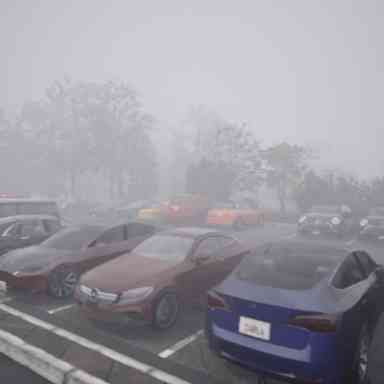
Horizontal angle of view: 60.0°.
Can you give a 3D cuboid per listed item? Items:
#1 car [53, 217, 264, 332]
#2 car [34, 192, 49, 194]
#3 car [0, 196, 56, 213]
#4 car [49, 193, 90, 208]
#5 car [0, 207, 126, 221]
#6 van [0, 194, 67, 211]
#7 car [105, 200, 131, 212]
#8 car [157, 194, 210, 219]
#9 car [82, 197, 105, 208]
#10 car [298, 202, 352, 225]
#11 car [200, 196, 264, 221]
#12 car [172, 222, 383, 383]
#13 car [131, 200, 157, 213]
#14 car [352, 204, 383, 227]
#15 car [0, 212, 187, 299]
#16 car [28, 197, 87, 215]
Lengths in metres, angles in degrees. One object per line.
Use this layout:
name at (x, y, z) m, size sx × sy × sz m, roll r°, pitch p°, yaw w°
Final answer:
car at (-0.225, 1.543, 7.187) m, size 2.002 × 1.452 × 4.674 m, roll 1°, pitch 0°, yaw 36°
car at (-9.284, 1.167, 13.654) m, size 2.435 × 2.045 × 5.566 m, roll 1°, pitch 0°, yaw 36°
car at (-17.480, 1.262, 35.681) m, size 2.097 × 1.535 × 5.008 m, roll 1°, pitch 0°, yaw 36°
car at (-10.675, 1.206, 30.829) m, size 2.185 × 1.767 × 4.553 m, roll 1°, pitch 0°, yaw 36°
car at (-4.751, 1.462, 10.426) m, size 2.231 × 1.521 × 4.892 m, roll 1°, pitch 0°, yaw 36°
van at (-7.176, 1.213, 12.032) m, size 1.878 × 1.987 × 4.442 m, roll 1°, pitch 0°, yaw 36°
car at (-3.905, 1.398, 25.935) m, size 2.097 × 1.535 × 5.008 m, roll 1°, pitch 0°, yaw 36°
car at (0.533, 1.188, 22.777) m, size 2.435 × 2.045 × 5.566 m, roll 1°, pitch 0°, yaw 36°
car at (-6.189, 1.406, 27.532) m, size 2.163 × 1.488 × 4.792 m, roll 1°, pitch 0°, yaw 36°
car at (7.320, 1.377, 17.908) m, size 2.185 × 1.767 × 4.553 m, roll 1°, pitch 0°, yaw 36°
car at (2.860, 1.336, 21.033) m, size 2.185 × 1.767 × 4.553 m, roll 1°, pitch 0°, yaw 36°
car at (2.052, 1.554, 5.585) m, size 2.163 × 1.488 × 4.792 m, roll 1°, pitch 0°, yaw 36°
car at (-1.639, 1.415, 24.530) m, size 1.946 × 1.575 × 5.366 m, roll 1°, pitch 0°, yaw 36°
car at (9.582, 1.398, 16.284) m, size 2.185 × 1.767 × 4.553 m, roll 1°, pitch 0°, yaw 36°
car at (-2.504, 1.511, 8.784) m, size 2.163 × 1.488 × 4.792 m, roll 1°, pitch 0°, yaw 36°
car at (-12.954, 1.311, 32.434) m, size 2.231 × 1.521 × 4.892 m, roll 1°, pitch 0°, yaw 36°
